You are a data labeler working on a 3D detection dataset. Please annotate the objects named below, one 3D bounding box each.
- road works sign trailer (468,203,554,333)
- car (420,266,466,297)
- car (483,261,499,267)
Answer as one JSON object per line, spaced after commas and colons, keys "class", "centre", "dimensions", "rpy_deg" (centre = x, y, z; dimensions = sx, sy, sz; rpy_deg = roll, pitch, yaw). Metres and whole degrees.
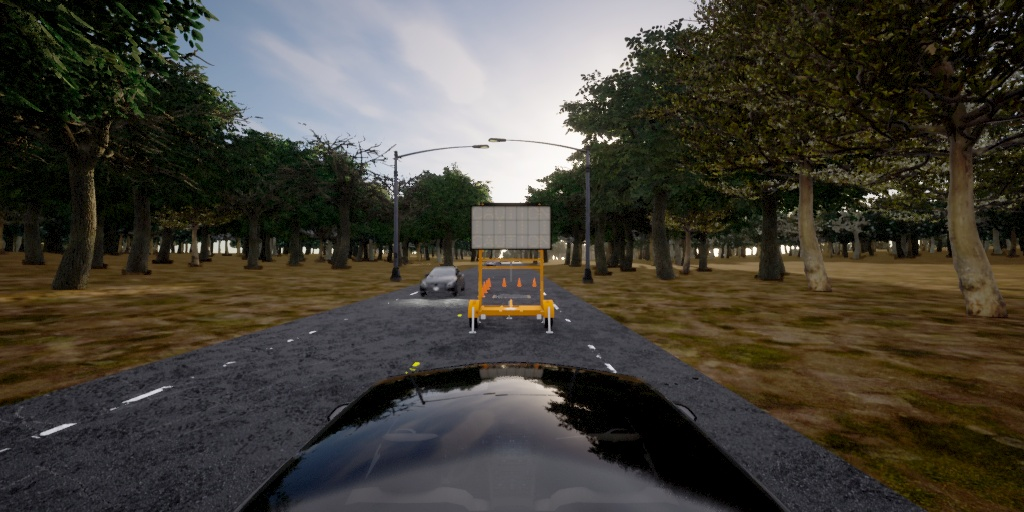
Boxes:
{"class": "road works sign trailer", "centre": [-0.027, 0.223, 10.723], "dimensions": [2.380, 3.560, 2.880], "rpy_deg": [0, 0, 0]}
{"class": "car", "centre": [-3.611, 1.296, 19.341], "dimensions": [1.812, 1.442, 4.674], "rpy_deg": [0, 0, 0]}
{"class": "car", "centre": [-3.662, 1.382, 59.791], "dimensions": [2.033, 1.411, 5.357], "rpy_deg": [0, 0, 0]}
